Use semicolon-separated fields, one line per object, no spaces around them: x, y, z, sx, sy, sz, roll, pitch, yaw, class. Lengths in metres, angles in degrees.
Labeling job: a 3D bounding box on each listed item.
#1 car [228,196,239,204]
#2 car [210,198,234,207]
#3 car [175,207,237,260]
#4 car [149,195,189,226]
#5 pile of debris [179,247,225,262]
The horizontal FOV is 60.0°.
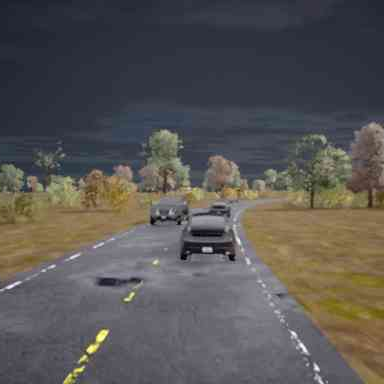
7.898;1.583;64.897;1.837;1.490;4.892;0;0;19;car
2.660;1.560;30.529;1.837;1.490;4.892;0;0;9;car
0.625;1.525;12.593;1.837;1.490;4.892;0;0;4;car
-1.495;1.258;24.026;2.150;2.045;5.566;0;0;7;car
0.394;2.196;11.771;1.500;0.140;1.860;0;0;4;pile of debris
